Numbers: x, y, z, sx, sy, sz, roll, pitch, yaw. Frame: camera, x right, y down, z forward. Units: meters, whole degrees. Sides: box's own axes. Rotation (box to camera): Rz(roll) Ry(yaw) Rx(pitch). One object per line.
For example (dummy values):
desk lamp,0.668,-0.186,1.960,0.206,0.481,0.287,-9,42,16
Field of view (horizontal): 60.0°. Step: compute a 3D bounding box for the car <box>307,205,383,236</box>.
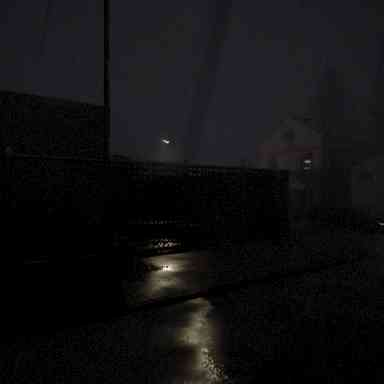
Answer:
car,8.836,1.505,18.657,1.837,1.490,4.892,0,0,-33
